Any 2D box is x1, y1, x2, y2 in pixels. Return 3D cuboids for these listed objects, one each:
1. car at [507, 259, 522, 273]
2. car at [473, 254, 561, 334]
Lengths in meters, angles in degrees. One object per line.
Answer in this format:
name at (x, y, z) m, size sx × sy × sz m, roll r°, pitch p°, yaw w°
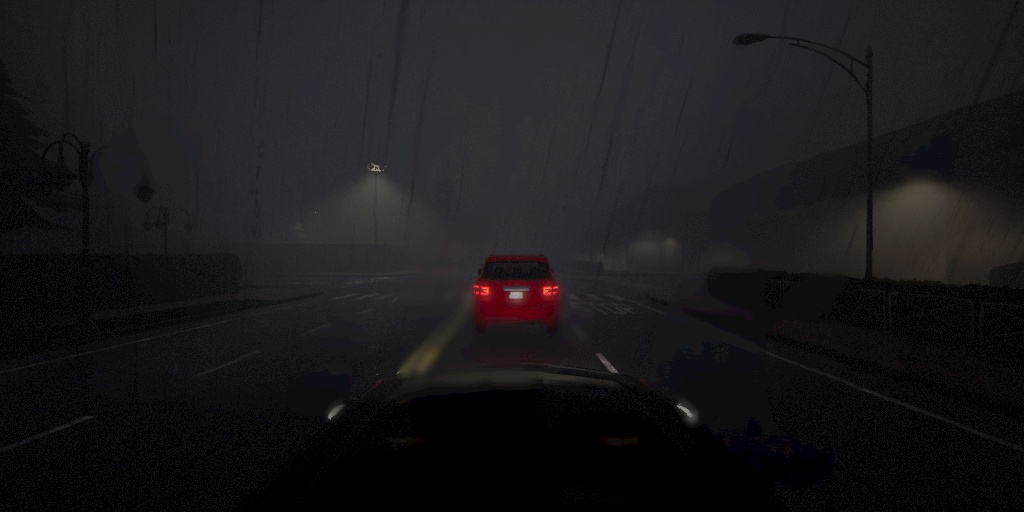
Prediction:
car at (0.338, 1.228, 45.572) m, size 1.882 × 1.535 × 5.008 m, roll 0°, pitch 0°, yaw 1°
car at (0.118, 0.971, 10.719) m, size 2.150 × 2.045 × 5.566 m, roll 0°, pitch 0°, yaw 0°
